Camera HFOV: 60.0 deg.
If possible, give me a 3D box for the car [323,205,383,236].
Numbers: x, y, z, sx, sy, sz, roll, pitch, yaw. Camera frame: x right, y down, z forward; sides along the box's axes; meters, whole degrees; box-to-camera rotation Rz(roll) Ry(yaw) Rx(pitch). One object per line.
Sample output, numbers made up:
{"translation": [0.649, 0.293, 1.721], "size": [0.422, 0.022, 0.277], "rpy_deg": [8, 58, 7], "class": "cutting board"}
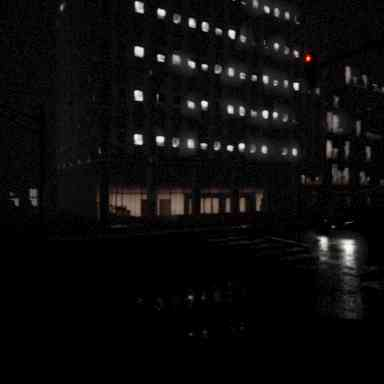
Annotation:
{"translation": [9.140, 1.451, 17.936], "size": [4.674, 1.442, 1.812], "rpy_deg": [0, 2, -30], "class": "car"}
